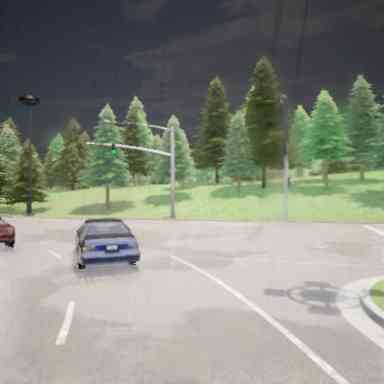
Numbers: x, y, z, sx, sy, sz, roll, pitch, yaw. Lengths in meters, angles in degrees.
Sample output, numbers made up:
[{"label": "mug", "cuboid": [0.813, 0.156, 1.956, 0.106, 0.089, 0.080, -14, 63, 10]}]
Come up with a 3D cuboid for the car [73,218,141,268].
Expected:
[{"label": "car", "cuboid": [-3.113, 1.635, 11.751, 2.033, 1.411, 5.357, 0, 0, -20]}]

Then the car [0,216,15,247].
[{"label": "car", "cuboid": [-9.351, 1.673, 14.692, 4.674, 1.442, 1.812, -1, -1, 44]}]
